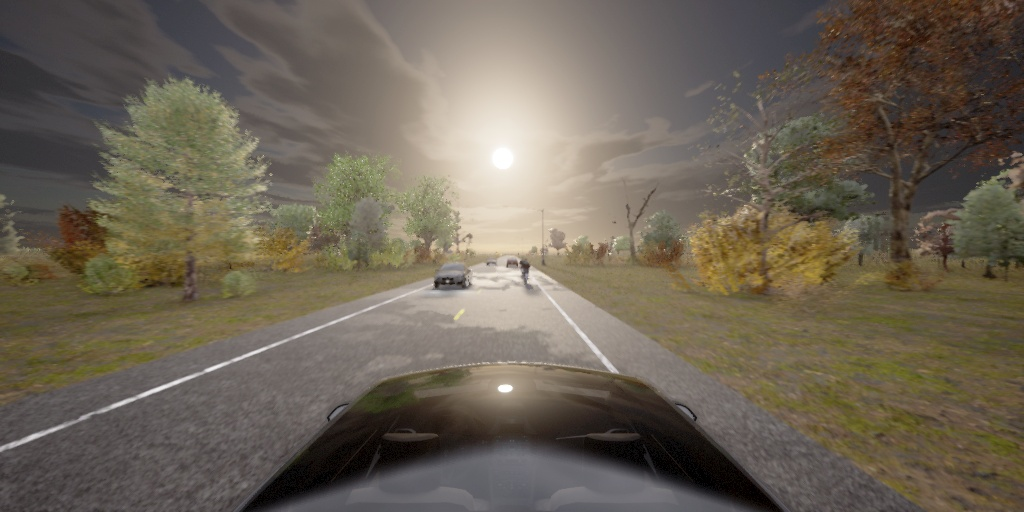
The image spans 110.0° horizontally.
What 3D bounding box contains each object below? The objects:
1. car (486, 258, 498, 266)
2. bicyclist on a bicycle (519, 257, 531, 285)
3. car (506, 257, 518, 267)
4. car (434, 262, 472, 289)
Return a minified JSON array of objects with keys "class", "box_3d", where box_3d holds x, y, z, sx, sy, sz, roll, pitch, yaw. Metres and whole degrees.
[{"class":"car","box_3d":[-3.521,0.999,63.371,2.033,1.411,5.357,0,0,0]},{"class":"bicyclist on a bicycle","box_3d":[0.958,1.014,24.046,0.659,1.776,1.843,0,0,0]},{"class":"car","box_3d":[0.042,0.939,59.859,1.882,1.535,5.008,0,0,1]},{"class":"car","box_3d":[-3.593,1.157,22.446,1.837,1.490,4.892,0,0,0]}]
